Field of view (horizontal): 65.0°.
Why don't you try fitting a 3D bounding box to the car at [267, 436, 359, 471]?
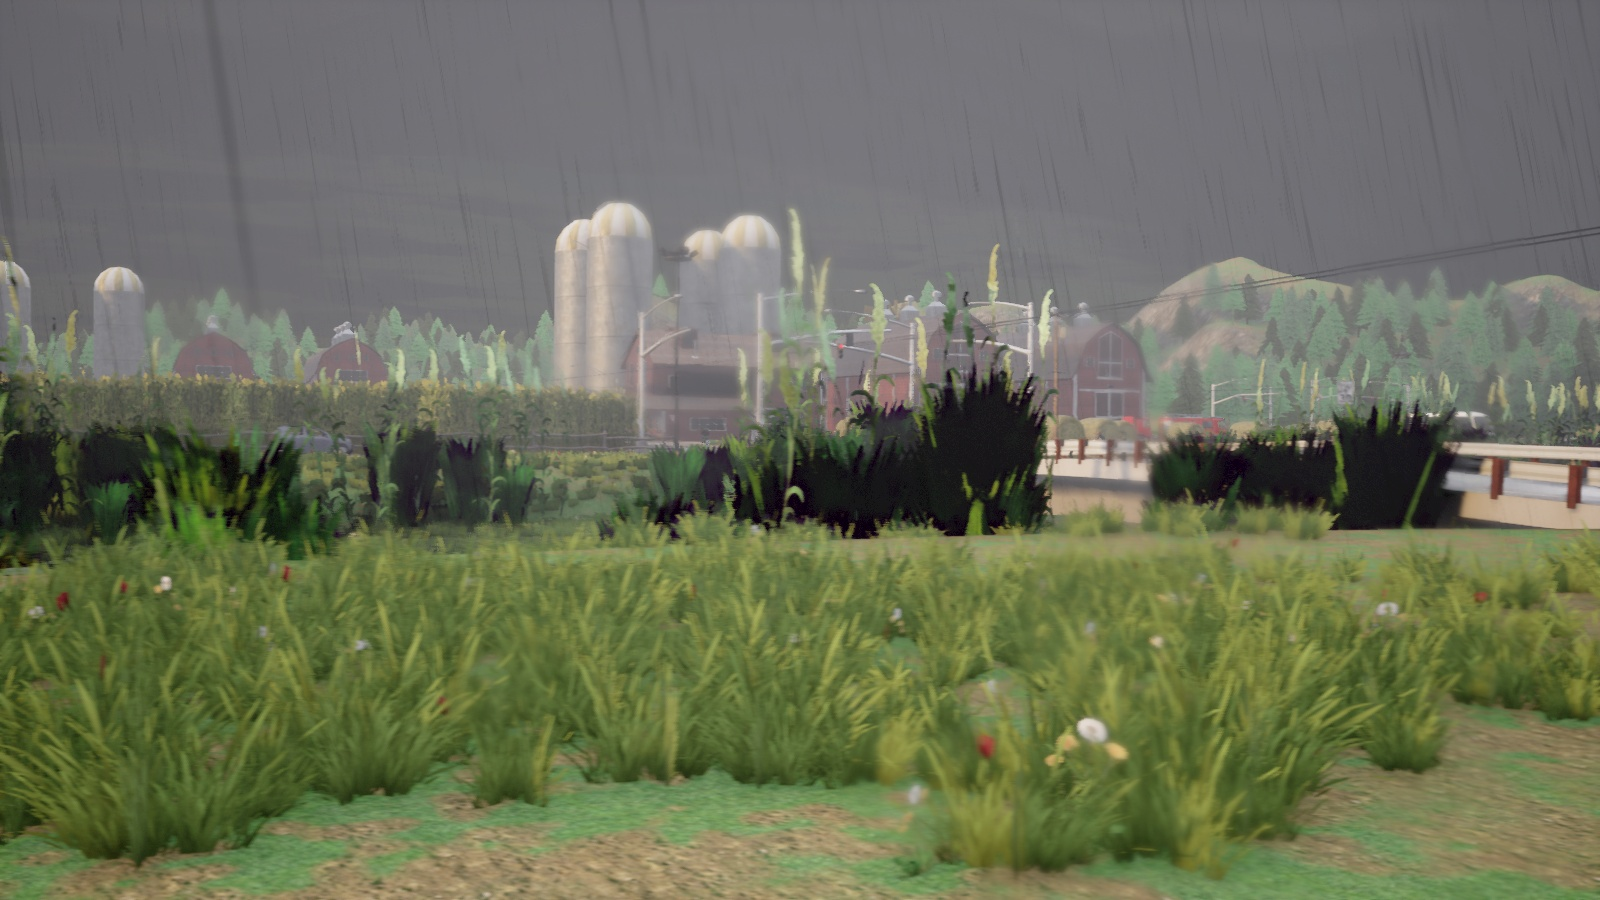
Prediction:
[{"bbox_3d":[-21.829,0.132,56.282,3.633,1.501,1.845,-1,1,-26],"label":"car"}]
